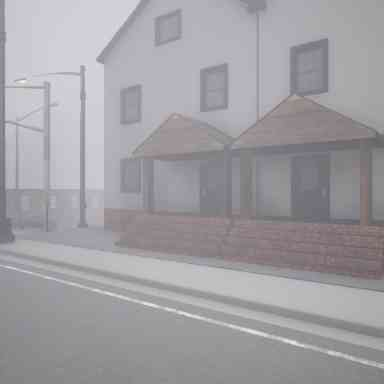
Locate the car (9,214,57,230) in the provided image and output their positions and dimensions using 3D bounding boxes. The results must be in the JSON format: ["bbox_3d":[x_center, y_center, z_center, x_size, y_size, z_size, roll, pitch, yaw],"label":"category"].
[{"bbox_3d":[-14.069,2.655,29.317,1.994,1.385,4.181,0,-9,36],"label":"car"}]

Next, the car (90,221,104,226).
[{"bbox_3d":[-8.969,3.820,36.408,2.097,1.767,4.553,0,-12,35],"label":"car"}]
